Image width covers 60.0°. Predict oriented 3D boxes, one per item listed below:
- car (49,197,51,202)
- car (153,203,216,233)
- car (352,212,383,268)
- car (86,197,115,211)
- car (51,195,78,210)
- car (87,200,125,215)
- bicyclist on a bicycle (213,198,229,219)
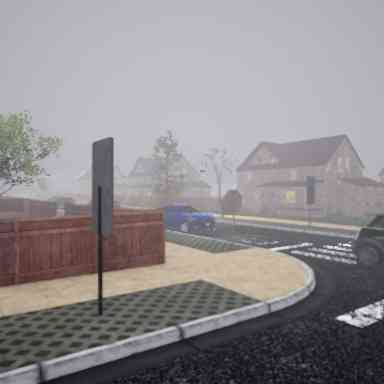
[{"bbox_3d":[-22.382,1.297,55.435,1.882,1.535,5.008,0,0,-36],"label":"car"},{"bbox_3d":[-0.592,1.458,19.963,1.882,1.535,5.008,0,0,-36],"label":"car"},{"bbox_3d":[7.063,1.398,9.280,2.097,1.767,4.553,0,0,-36],"label":"car"},{"bbox_3d":[-10.994,1.411,39.549,1.812,1.442,4.674,0,0,-36],"label":"car"},{"bbox_3d":[-15.401,1.377,40.696,1.837,1.490,4.892,0,0,-35],"label":"car"},{"bbox_3d":[-7.770,1.277,29.992,2.097,1.767,4.553,0,0,-35],"label":"car"},{"bbox_3d":[2.315,1.267,25.967,1.656,1.620,0.582,0,0,-36],"label":"bicyclist on a bicycle"}]
